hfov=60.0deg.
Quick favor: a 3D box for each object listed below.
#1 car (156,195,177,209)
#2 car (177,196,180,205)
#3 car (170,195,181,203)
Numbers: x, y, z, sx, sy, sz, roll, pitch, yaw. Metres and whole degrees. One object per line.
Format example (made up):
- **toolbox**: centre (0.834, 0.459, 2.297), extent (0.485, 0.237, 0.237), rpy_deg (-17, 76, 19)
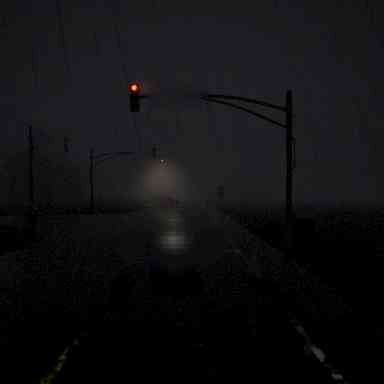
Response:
- **car**: centre (-3.449, 1.318, 43.560), extent (2.097, 1.767, 4.553), rpy_deg (0, 0, 0)
- **car**: centre (-3.412, 1.303, 53.733), extent (2.097, 1.767, 4.553), rpy_deg (0, 0, 0)
- **car**: centre (-3.305, 1.454, 67.013), extent (1.812, 1.442, 4.674), rpy_deg (0, 0, 1)
